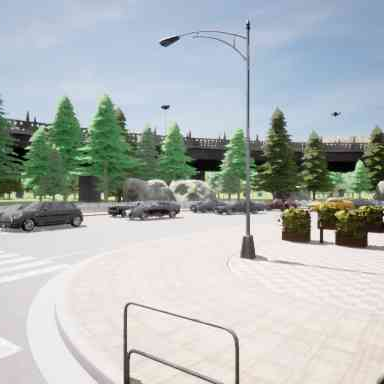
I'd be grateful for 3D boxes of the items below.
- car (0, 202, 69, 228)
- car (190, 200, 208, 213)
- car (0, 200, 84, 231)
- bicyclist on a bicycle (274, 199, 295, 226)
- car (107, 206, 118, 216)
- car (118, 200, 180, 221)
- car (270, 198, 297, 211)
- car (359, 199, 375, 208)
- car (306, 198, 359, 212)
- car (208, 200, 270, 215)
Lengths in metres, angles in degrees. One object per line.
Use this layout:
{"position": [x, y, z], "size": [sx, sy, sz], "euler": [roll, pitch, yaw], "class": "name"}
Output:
{"position": [-11.378, 1.490, 22.718], "size": [2.033, 1.411, 5.357], "euler": [0, 0, 37], "class": "car"}
{"position": [1.867, 1.507, 35.360], "size": [4.181, 1.385, 1.994], "euler": [0, 0, -29], "class": "car"}
{"position": [-8.955, 1.295, 20.064], "size": [2.097, 1.767, 4.553], "euler": [0, 0, 37], "class": "car"}
{"position": [5.566, 1.245, 19.586], "size": [0.582, 1.620, 1.656], "euler": [0, 0, -44], "class": "bicyclist on a bicycle"}
{"position": [-5.225, 1.544, 30.073], "size": [4.718, 1.301, 1.895], "euler": [0, 0, -44], "class": "car"}
{"position": [-3.158, 1.435, 27.134], "size": [4.902, 1.511, 2.128], "euler": [0, 0, -44], "class": "car"}
{"position": [9.994, 1.469, 38.791], "size": [4.674, 1.442, 1.812], "euler": [0, 0, -15], "class": "car"}
{"position": [19.771, 1.508, 40.166], "size": [4.181, 1.385, 1.994], "euler": [0, 0, 0], "class": "car"}
{"position": [15.062, 1.421, 36.372], "size": [5.008, 1.535, 1.882], "euler": [0, 0, -6], "class": "car"}
{"position": [4.670, 1.491, 33.057], "size": [5.357, 1.411, 2.033], "euler": [0, 0, -26], "class": "car"}
